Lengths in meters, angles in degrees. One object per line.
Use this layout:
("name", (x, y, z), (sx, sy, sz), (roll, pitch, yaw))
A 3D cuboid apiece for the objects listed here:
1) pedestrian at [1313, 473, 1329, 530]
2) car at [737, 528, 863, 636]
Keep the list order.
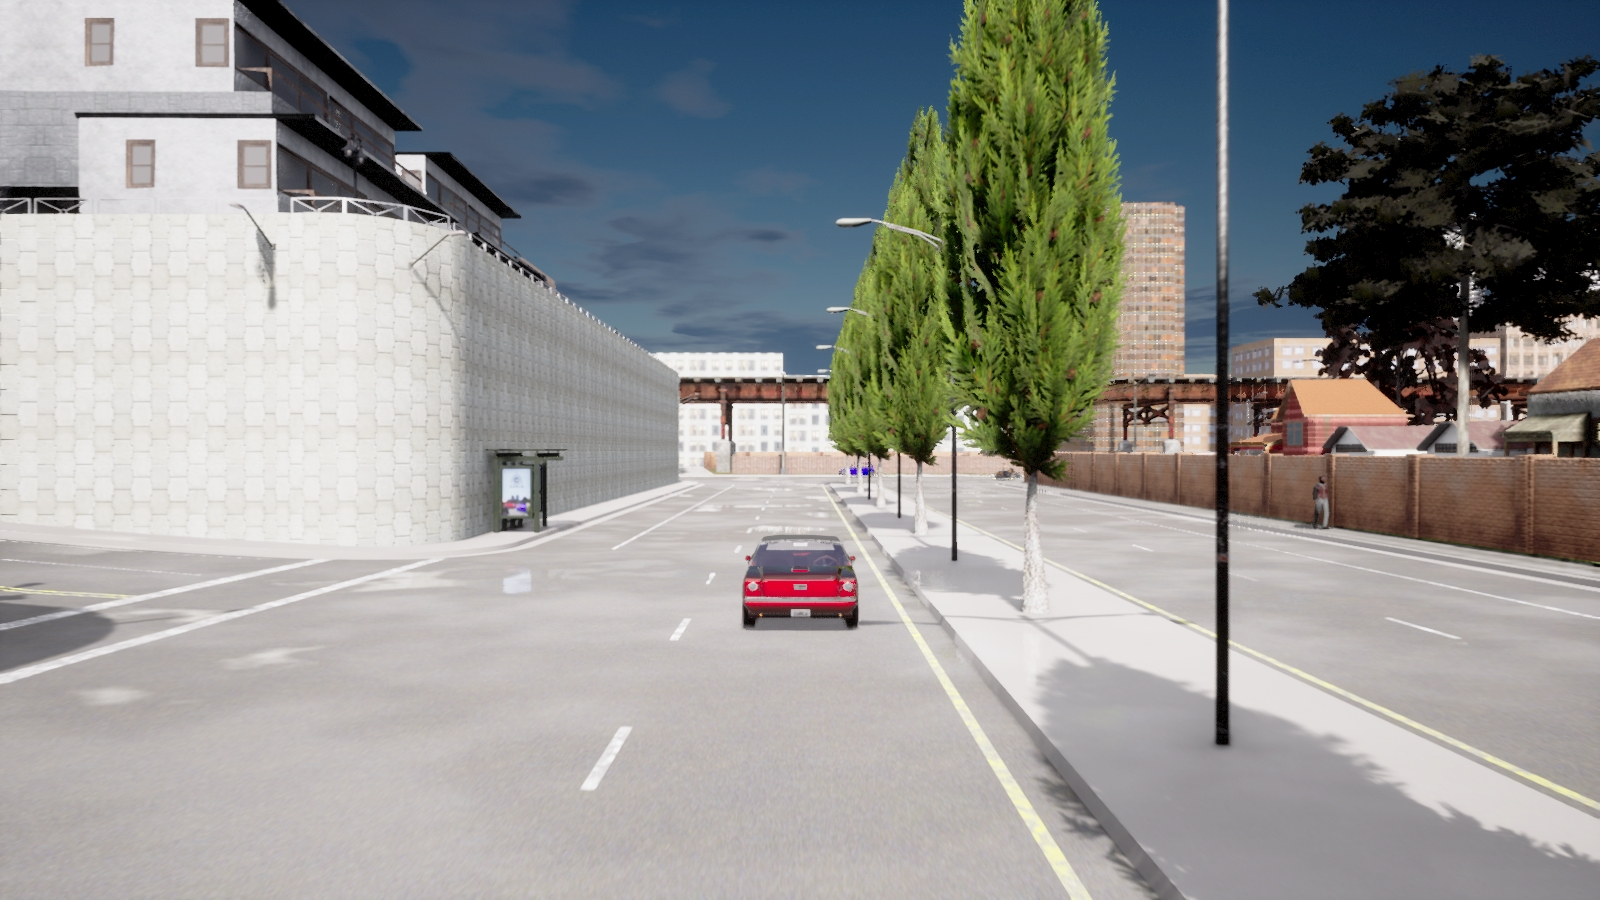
("pedestrian", (17.191, 1.698, 37.709), (0.375, 1.860, 0.375), (0, 0, 1))
("car", (0.005, 2.150, 19.538), (1.895, 1.301, 4.718), (0, 0, 0))
